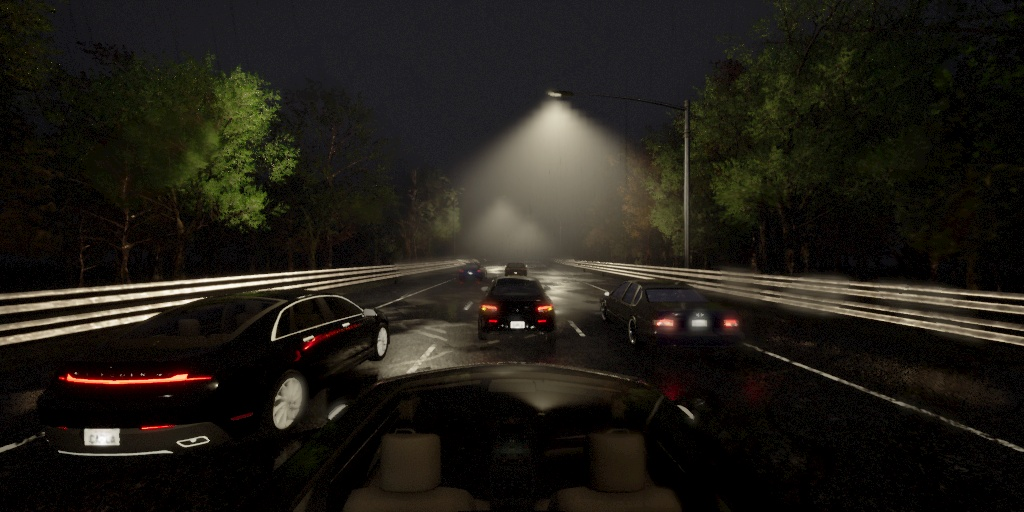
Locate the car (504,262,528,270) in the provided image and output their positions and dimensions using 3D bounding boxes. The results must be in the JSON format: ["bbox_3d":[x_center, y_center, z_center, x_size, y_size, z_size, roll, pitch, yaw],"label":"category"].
[{"bbox_3d":[0.344,1.224,31.458,1.882,1.535,5.008,0,0,1],"label":"car"}]

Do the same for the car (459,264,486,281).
[{"bbox_3d":[-3.175,1.311,29.828,1.994,1.385,4.181,0,0,1],"label":"car"}]

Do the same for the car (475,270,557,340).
[{"bbox_3d":[0.128,1.275,9.814,1.812,1.442,4.674,0,0,0],"label":"car"}]

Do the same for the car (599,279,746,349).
[{"bbox_3d":[3.599,1.297,9.173,2.033,1.411,5.357,0,0,3],"label":"car"}]

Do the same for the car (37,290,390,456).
[{"bbox_3d":[-3.388,1.255,5.395,1.837,1.490,4.892,0,0,0],"label":"car"}]
